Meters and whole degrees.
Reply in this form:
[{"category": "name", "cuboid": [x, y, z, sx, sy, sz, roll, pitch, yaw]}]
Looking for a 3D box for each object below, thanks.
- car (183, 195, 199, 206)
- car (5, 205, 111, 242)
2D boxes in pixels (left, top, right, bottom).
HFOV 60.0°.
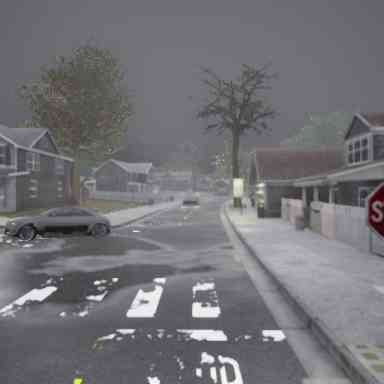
[{"category": "car", "cuboid": [-0.121, 1.092, 45.772, 1.882, 1.535, 5.008, 0, 1, 6]}, {"category": "car", "cuboid": [-5.610, 1.274, 14.242, 4.181, 1.385, 1.994, 2, 1, -29]}]
